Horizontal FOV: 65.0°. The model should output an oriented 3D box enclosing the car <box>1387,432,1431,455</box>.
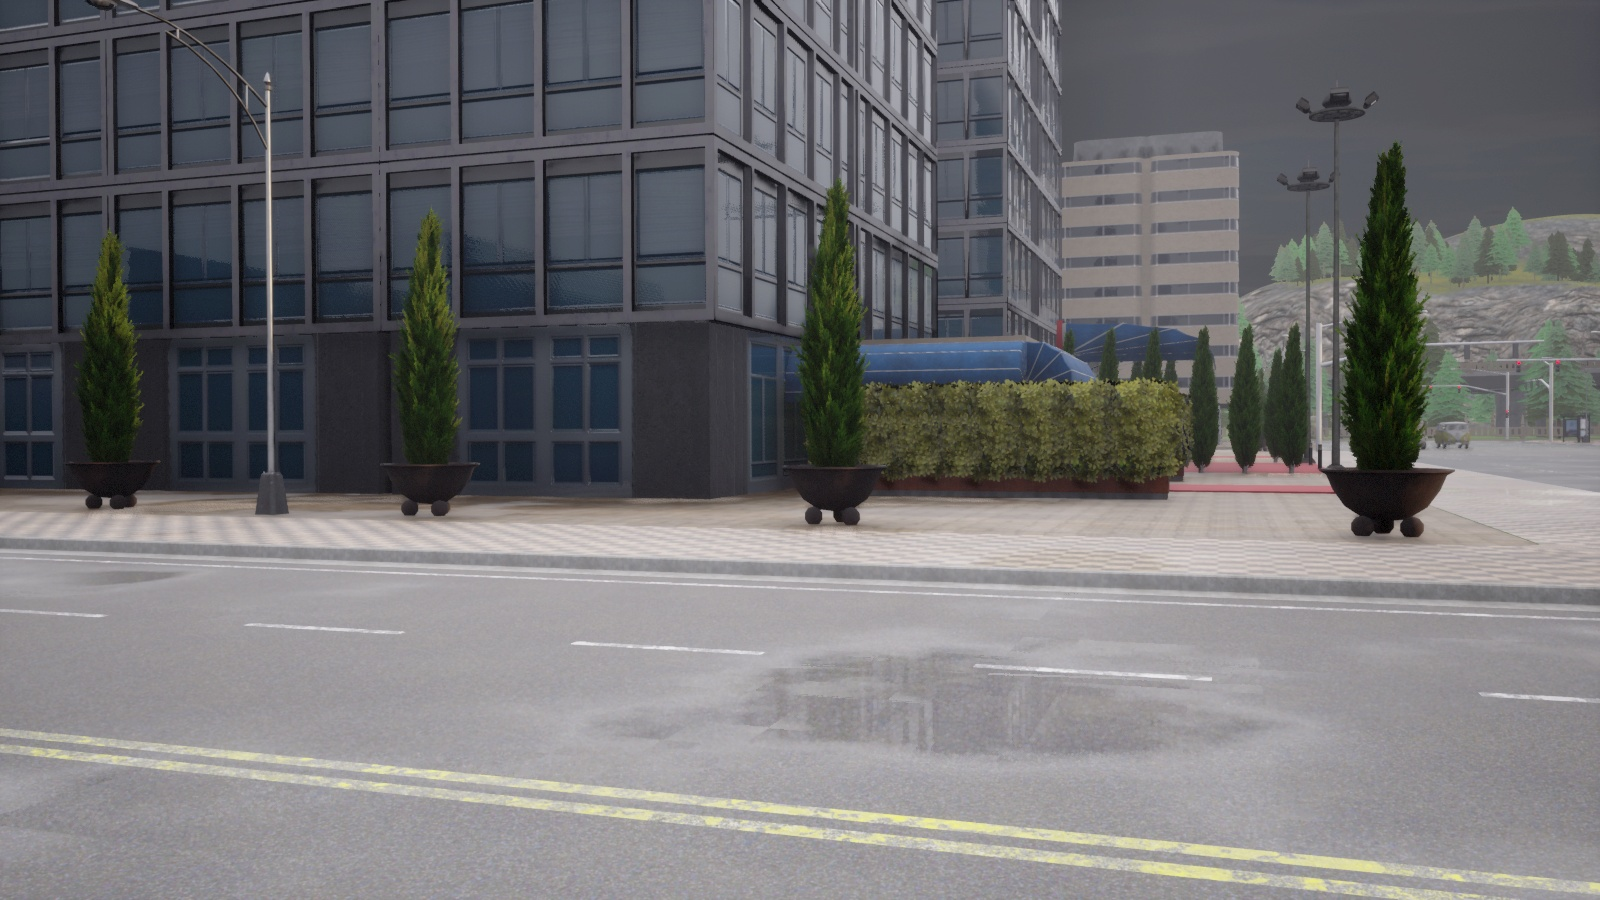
[{"bbox_3d":[43.221,-0.483,89.210,2.128,1.511,4.902,1,1,18],"label":"car"}]
